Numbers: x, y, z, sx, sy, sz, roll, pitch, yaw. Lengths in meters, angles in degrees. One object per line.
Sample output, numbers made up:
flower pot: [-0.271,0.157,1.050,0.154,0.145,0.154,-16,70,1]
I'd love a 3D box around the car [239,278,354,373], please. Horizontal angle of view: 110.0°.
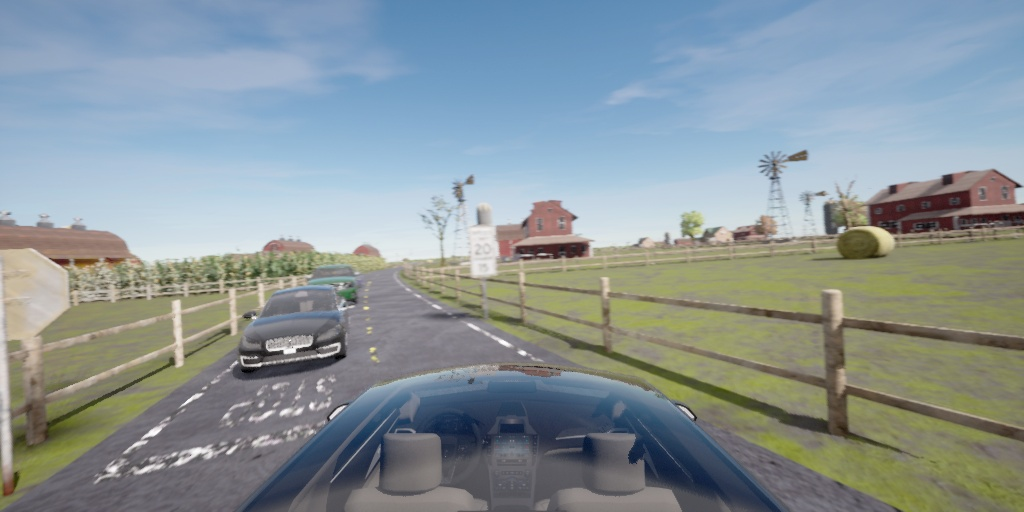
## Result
car: [-5.012,1.528,8.749,1.837,1.490,4.892,-3,0,-23]

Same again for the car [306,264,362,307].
car: [-9.208,1.464,18.665,2.150,2.045,5.566,-3,0,-22]

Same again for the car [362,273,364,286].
car: [-13.592,1.822,29.873,2.097,1.767,4.553,-3,0,-21]
